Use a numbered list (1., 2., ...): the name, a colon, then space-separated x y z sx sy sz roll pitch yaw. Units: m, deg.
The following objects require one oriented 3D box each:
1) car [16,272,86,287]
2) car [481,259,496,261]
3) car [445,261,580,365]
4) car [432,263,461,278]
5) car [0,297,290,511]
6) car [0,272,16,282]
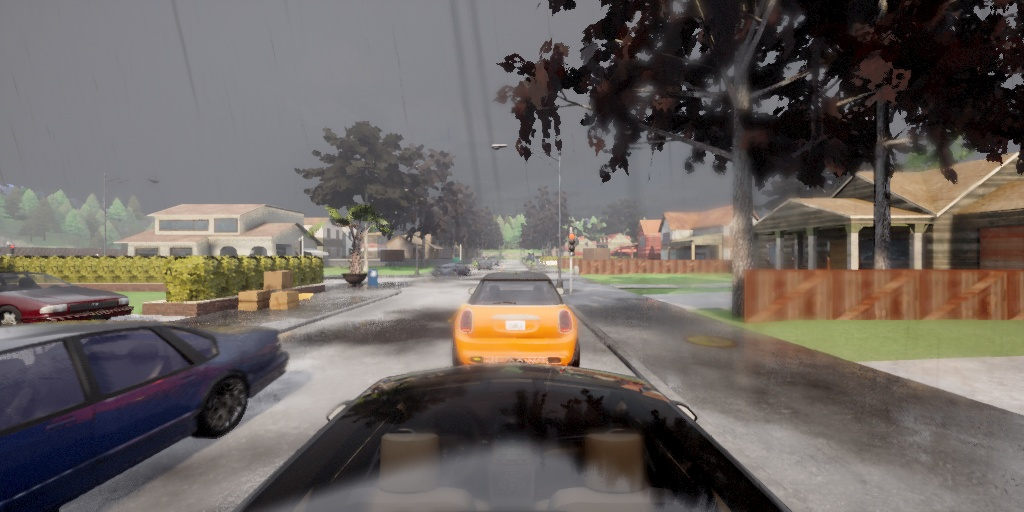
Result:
1. car: -33.173 1.314 26.614 4.181 1.385 1.994 0 0 1
2. car: -3.685 1.249 49.936 1.837 1.490 4.892 0 2 1
3. car: 0.097 1.102 7.738 2.097 1.767 4.553 0 0 1
4. car: -5.534 1.314 33.222 1.994 1.385 4.181 0 0 25
5. car: -4.094 1.297 2.702 2.033 1.411 5.357 0 0 0
6. car: -44.126 1.102 30.816 4.553 1.767 2.097 0 0 1
